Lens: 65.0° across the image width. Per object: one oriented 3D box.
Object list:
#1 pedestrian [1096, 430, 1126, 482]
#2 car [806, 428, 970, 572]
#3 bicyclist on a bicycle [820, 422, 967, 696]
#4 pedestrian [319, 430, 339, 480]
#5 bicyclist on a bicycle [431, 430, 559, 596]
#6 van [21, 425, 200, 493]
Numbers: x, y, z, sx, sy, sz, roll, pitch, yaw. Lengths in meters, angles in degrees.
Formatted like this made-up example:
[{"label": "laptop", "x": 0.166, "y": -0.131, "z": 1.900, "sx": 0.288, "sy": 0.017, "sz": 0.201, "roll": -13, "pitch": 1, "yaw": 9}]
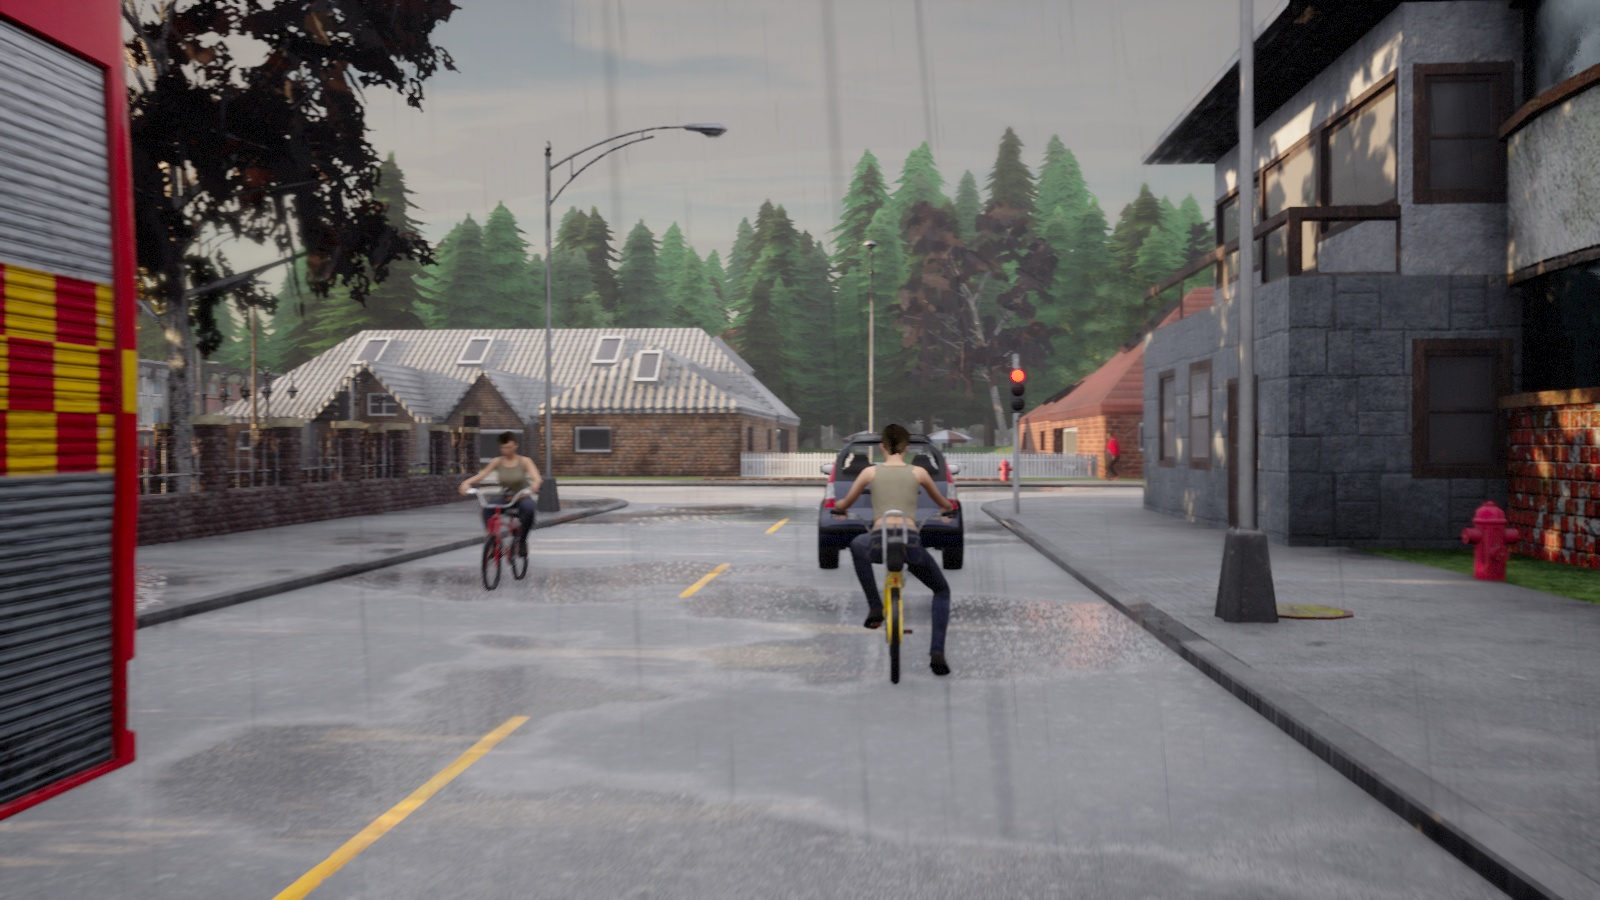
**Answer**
[{"label": "pedestrian", "x": 11.062, "y": 0.216, "z": 44.707, "sx": 0.899, "sy": 1.844, "sz": 0.634, "roll": 0, "pitch": 0, "yaw": 2}, {"label": "car", "x": 1.126, "y": 0.554, "z": 16.181, "sx": 1.851, "sy": 1.617, "sz": 3.988, "roll": 0, "pitch": 0, "yaw": 4}, {"label": "bicyclist on a bicycle", "x": 0.593, "y": 0.637, "z": 8.154, "sx": 0.866, "sy": 1.612, "sz": 1.509, "roll": 0, "pitch": 0, "yaw": 3}, {"label": "pedestrian", "x": -17.381, "y": 0.172, "z": 46.332, "sx": 0.634, "sy": 1.846, "sz": 0.331, "roll": 0, "pitch": 0, "yaw": 5}, {"label": "bicyclist on a bicycle", "x": -3.107, "y": 0.606, "z": 12.965, "sx": 0.866, "sy": 1.612, "sz": 1.509, "roll": 0, "pitch": 1, "yaw": 4}, {"label": "van", "x": -20.717, "y": 0.260, "z": 37.825, "sx": 4.442, "sy": 1.987, "sz": 1.775, "roll": 0, "pitch": 0, "yaw": 2}]
